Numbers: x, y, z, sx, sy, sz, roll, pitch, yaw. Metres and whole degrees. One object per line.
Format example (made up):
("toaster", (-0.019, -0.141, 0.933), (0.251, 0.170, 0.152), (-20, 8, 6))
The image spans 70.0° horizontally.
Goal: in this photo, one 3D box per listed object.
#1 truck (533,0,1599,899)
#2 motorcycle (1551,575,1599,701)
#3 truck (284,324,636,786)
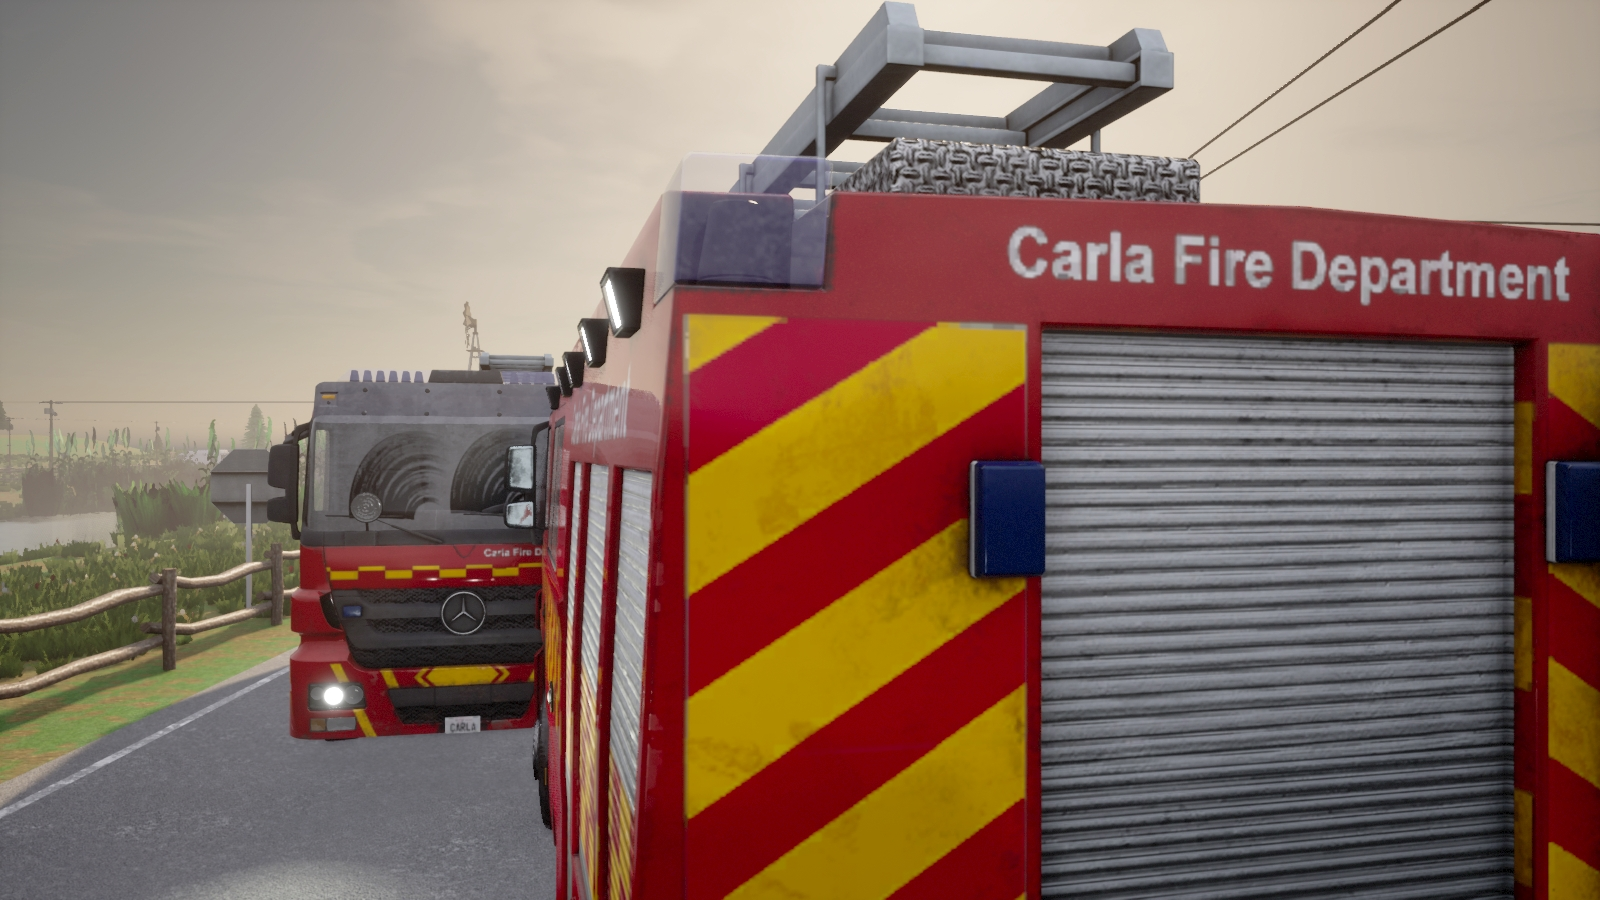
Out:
("truck", (-0.041, 0.867, 6.871), (2.891, 3.827, 8.468), (0, 0, -14))
("motorcycle", (9.797, 2.142, 13.150), (1.805, 1.316, 0.856), (0, 0, -7))
("truck", (-3.899, 0.862, 13.917), (2.891, 3.827, 8.468), (0, 0, -14))
